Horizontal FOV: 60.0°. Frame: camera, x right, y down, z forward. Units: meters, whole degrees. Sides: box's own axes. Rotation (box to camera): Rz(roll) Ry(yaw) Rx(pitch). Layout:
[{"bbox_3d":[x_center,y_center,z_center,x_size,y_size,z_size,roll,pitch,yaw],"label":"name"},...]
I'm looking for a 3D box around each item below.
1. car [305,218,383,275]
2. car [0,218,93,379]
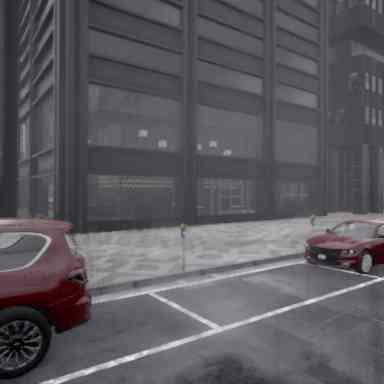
[{"bbox_3d":[5.428,1.549,10.519,4.507,1.381,1.887,0,0,-36],"label":"car"},{"bbox_3d":[-3.748,1.314,3.972,5.009,1.841,2.192,0,0,-36],"label":"car"}]
